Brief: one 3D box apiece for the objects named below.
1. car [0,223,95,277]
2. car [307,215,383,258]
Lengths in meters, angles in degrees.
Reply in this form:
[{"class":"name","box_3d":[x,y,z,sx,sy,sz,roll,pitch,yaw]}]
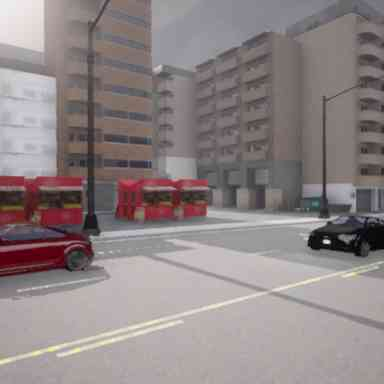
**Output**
[{"class":"car","box_3d":[-4.874,1.564,9.151,4.181,1.385,1.994,0,0,-38]},{"class":"car","box_3d":[6.434,1.633,13.155,4.181,1.385,1.994,1,0,-37]}]
